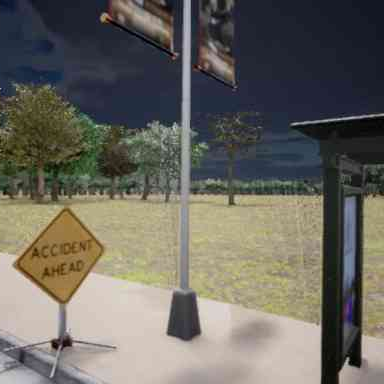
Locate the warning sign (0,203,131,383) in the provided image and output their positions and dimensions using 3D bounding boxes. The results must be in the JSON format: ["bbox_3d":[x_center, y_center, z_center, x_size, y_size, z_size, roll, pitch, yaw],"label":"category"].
[{"bbox_3d":[-1.650,1.094,4.257,1.060,1.860,1.300,1,0,35],"label":"warning sign"}]
